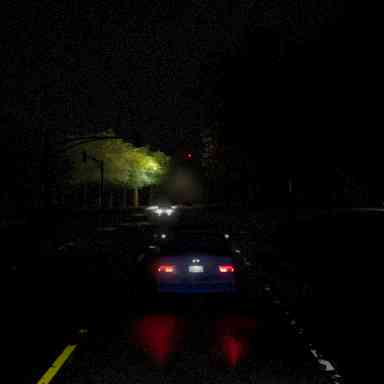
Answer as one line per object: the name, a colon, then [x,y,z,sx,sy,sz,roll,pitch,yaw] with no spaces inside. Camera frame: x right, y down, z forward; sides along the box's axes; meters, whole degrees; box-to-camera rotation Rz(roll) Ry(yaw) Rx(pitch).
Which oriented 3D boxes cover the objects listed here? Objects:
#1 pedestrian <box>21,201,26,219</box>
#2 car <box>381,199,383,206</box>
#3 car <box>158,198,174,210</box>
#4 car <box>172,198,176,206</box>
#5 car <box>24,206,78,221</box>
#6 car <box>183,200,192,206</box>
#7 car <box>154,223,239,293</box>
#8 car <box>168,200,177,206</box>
pedestrian: [-18.094,1.918,35.666,0.375,1.860,0.375,0,1,2]
car: [19.964,0.666,30.339,4.892,1.490,1.837,-2,-1,2]
car: [-4.207,2.025,51.278,1.895,1.301,4.718,0,-1,-1]
car: [-4.519,2.107,69.295,2.097,1.767,4.553,0,-1,-1]
car: [-13.562,2.037,32.170,4.718,1.301,1.895,-2,-1,-17]
car: [-1.057,2.406,71.839,1.895,1.301,4.718,0,-1,-1]
car: [0.089,1.550,8.997,2.033,1.411,5.357,0,0,0]
car: [-4.778,2.592,80.746,1.994,1.385,4.181,0,-2,-1]
